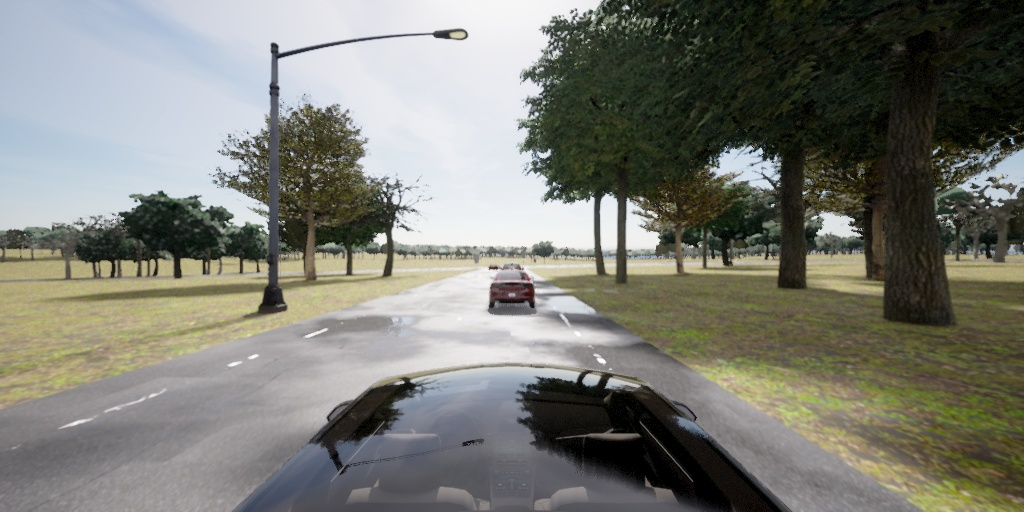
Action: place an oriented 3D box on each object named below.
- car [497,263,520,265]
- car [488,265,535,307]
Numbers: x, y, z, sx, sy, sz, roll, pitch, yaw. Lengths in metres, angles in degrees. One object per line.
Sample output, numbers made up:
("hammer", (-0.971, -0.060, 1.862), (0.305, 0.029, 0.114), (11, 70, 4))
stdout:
("car", (0.001, 1.383, 30.917), (2.097, 1.767, 4.553), (0, -1, 0))
("car", (0.007, 1.365, 16.330), (1.882, 1.535, 5.008), (0, 0, 0))
